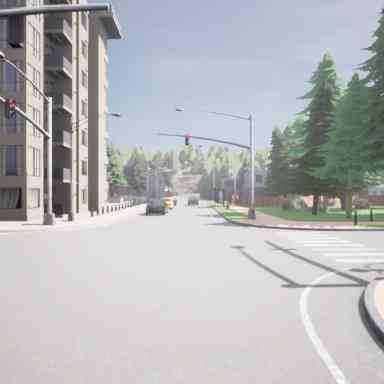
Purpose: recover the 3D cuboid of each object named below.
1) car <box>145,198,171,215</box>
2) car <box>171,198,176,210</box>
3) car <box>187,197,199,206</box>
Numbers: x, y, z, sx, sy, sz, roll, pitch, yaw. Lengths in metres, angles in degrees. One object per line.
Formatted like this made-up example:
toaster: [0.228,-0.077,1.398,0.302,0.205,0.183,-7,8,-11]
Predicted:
car: [-3.489,1.475,33.508,1.882,1.535,5.008,0,0,0]
car: [-3.447,1.474,43.469,1.882,1.535,5.008,0,0,0]
car: [0.185,1.542,55.689,2.033,1.411,5.357,0,0,0]
